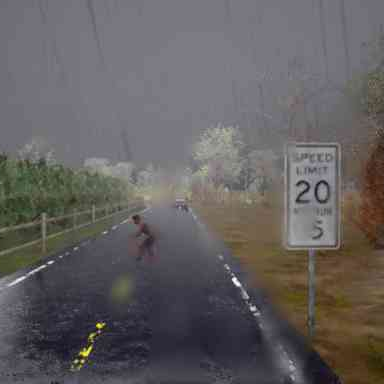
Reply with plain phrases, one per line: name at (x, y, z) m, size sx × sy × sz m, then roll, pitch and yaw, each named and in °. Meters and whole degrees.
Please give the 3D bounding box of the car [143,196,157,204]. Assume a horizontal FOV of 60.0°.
car at (-7.810, 1.397, 60.501) m, size 1.882 × 1.535 × 5.008 m, roll 0°, pitch 0°, yaw -20°

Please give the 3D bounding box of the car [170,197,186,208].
car at (-2.141, 1.509, 49.006) m, size 2.033 × 1.411 × 5.357 m, roll 0°, pitch 0°, yaw -7°

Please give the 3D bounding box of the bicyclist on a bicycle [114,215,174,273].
bicyclist on a bicycle at (-1.350, 1.453, 9.222) m, size 1.656 × 1.620 × 0.582 m, roll -2°, pitch 0°, yaw -2°

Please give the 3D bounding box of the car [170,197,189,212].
car at (-1.404, 1.485, 38.925) m, size 1.837 × 1.490 × 4.892 m, roll 0°, pitch 0°, yaw -3°
